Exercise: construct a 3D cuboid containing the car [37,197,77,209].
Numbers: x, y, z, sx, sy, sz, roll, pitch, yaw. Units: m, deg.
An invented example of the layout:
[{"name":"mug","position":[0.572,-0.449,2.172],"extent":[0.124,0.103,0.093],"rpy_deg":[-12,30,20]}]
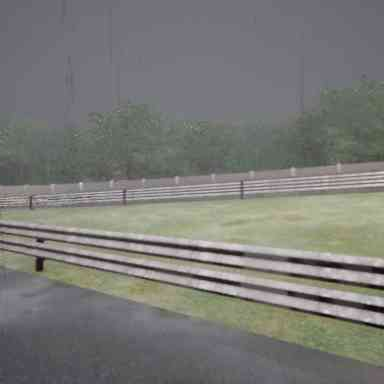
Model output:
[{"name":"car","position":[-15.406,1.110,37.978],"extent":[4.674,1.442,1.812],"rpy_deg":[-3,-1,18]}]
